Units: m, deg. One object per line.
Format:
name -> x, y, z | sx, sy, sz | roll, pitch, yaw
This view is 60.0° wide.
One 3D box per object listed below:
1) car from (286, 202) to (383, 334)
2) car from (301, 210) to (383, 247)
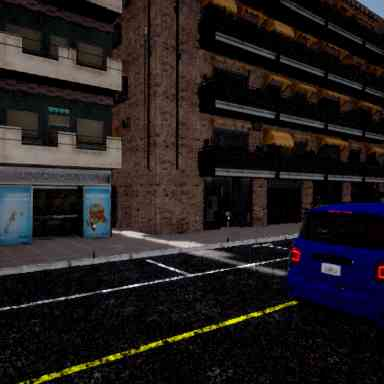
car -> 4.220, 1.223, 6.443 | 5.566, 2.045, 2.150 | 0, 0, -36
car -> 7.172, 1.583, 15.538 | 4.206, 1.307, 1.802 | 0, 0, -35
